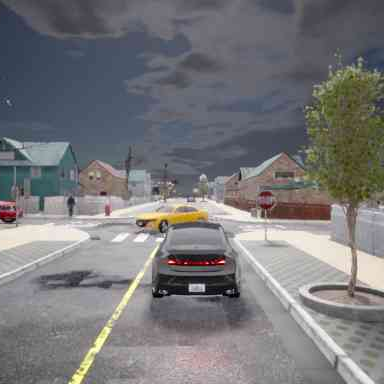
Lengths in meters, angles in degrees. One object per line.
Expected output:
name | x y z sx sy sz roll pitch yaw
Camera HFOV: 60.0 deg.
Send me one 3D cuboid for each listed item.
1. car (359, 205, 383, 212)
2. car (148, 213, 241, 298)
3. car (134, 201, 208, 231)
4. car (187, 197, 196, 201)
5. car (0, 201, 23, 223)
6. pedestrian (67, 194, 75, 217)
car | 12.627 1.711 23.737 4.553 1.767 2.097 1 -1 0
car | 0.080 1.510 8.513 1.837 1.490 4.892 0 0 0
car | -1.107 1.469 19.519 1.882 1.535 5.008 -1 -2 42
car | -0.167 1.750 75.671 1.994 1.385 4.181 0 0 0
car | -13.623 0.941 20.747 5.566 2.045 2.150 1 -1 -1
pedestrian | -9.688 1.047 26.608 0.375 1.860 0.375 0 -2 0
